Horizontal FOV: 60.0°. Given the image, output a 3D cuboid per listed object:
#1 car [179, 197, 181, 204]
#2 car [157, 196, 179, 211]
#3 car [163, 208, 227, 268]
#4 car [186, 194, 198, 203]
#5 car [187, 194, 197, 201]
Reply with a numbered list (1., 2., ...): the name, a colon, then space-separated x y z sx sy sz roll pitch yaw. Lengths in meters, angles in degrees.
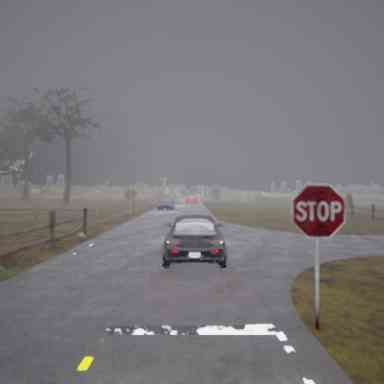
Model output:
1. car: -2.820 1.388 55.563 1.895 1.301 4.718 0 0 0
2. car: -2.850 1.373 37.888 2.033 1.411 5.357 0 0 0
3. car: 0.083 1.471 10.964 1.812 1.442 4.674 0 0 0
4. car: -0.005 1.130 61.586 2.097 1.767 4.553 0 0 0
5. car: -0.006 1.110 71.554 1.882 1.535 5.008 0 0 0
